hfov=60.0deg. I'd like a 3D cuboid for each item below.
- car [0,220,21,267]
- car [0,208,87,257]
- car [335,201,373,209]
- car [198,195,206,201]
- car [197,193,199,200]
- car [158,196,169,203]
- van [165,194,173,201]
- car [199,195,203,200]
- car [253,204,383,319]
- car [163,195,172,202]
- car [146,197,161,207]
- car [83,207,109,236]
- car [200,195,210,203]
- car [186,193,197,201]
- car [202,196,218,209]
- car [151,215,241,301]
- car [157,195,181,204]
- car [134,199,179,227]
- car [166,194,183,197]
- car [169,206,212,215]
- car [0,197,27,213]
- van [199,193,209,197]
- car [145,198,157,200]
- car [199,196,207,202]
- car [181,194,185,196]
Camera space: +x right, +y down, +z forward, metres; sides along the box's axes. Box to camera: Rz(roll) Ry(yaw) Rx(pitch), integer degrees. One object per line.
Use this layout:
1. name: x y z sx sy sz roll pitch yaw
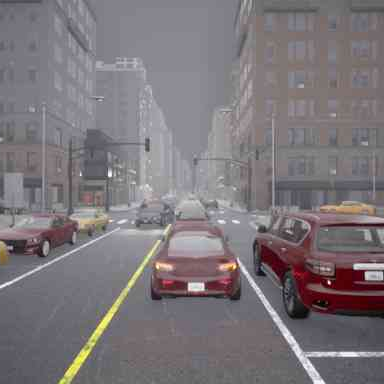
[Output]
1. car: -5.850 1.527 7.116 1.752 1.417 4.829 1 0 0
2. car: -5.852 1.547 12.911 1.887 1.381 4.507 1 0 0
3. car: 15.113 1.641 32.745 5.008 1.535 1.882 0 -1 1
4. car: 2.659 1.598 90.934 1.947 1.339 4.313 1 0 0
5. car: 2.666 1.334 68.241 2.192 1.841 5.009 1 0 0
6. car: -5.862 1.601 68.247 1.802 1.307 4.206 1 0 0
7. van: -5.863 1.370 85.265 1.690 1.788 3.998 1 0 0
8. car: 2.665 1.596 56.894 1.802 1.307 4.206 1 0 0
9. car: 2.678 1.316 7.279 2.192 1.841 5.009 1 0 0
10. car: -5.863 1.465 79.592 1.967 1.590 4.097 1 0 0
11. car: -5.859 1.556 51.228 1.887 1.381 4.507 1 0 0
12. car: -5.852 1.529 18.365 1.752 1.417 4.829 1 0 0
13. car: 2.666 1.594 51.221 1.802 1.307 4.206 1 0 0
14. car: -0.015 1.569 85.281 2.033 1.411 5.357 0 0 0
15. car: 2.668 1.592 45.547 1.802 1.307 4.206 1 0 0
16. car: 0.084 1.527 8.235 1.812 1.442 4.674 0 0 0
17. car: -3.092 1.502 45.464 2.128 1.511 4.902 0 0 1
18. car: -2.439 1.505 22.550 1.837 1.490 4.892 -1 0 9
19. car: -3.098 1.561 55.315 2.033 1.411 5.357 0 0 0
20. car: 0.060 1.604 17.413 1.895 1.301 4.718 0 0 0
21. car: -17.266 1.198 29.723 4.553 1.767 2.097 1 -1 0
22. van: 2.667 1.357 62.568 1.690 1.788 3.998 1 0 0
23. car: -5.858 1.555 45.555 1.887 1.381 4.507 1 0 0
24. car: 2.661 1.607 79.588 1.802 1.307 4.206 1 0 0
25. car: -3.043 1.565 65.744 2.033 1.411 5.357 0 0 1
